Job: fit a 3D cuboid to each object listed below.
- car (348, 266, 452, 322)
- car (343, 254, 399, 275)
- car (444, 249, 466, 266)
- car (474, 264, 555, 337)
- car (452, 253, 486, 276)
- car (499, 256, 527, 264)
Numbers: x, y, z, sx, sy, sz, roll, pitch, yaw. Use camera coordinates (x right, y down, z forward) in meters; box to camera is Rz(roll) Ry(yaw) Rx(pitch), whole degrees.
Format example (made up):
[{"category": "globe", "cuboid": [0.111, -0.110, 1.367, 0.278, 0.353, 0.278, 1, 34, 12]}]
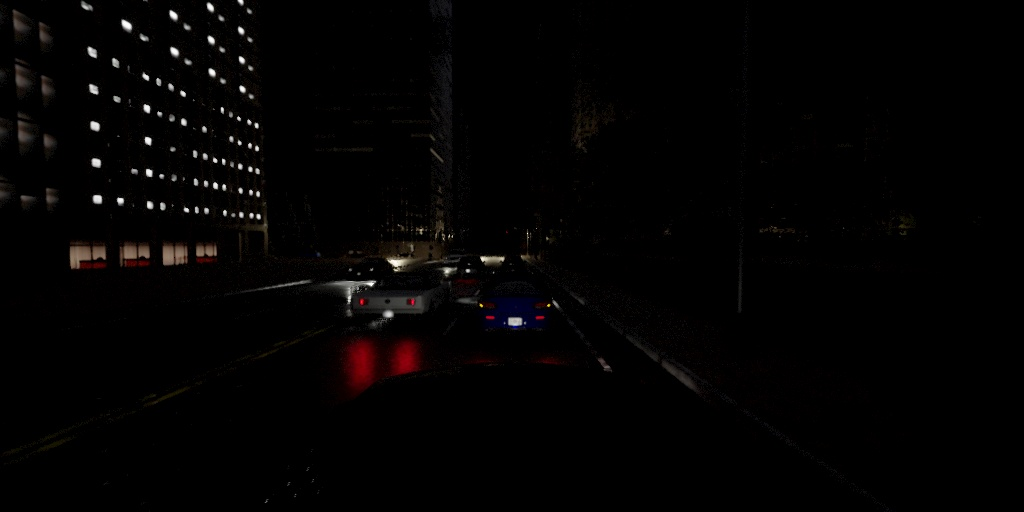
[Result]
[{"category": "car", "cuboid": [-3.166, 1.168, 11.440, 1.895, 1.301, 4.718, 0, 1, 0]}, {"category": "car", "cuboid": [-9.846, 0.831, 25.373, 1.812, 1.442, 4.674, 0, 1, 0]}, {"category": "car", "cuboid": [-6.584, 0.207, 42.653, 2.150, 2.045, 5.566, 0, 1, 0]}, {"category": "car", "cuboid": [0.073, 1.126, 9.660, 1.812, 1.442, 4.674, 0, 1, 0]}, {"category": "car", "cuboid": [-3.160, 0.760, 28.138, 1.837, 1.490, 4.892, 0, 1, 0]}, {"category": "car", "cuboid": [0.090, 0.760, 28.126, 1.837, 1.490, 4.892, 0, 1, 0]}]
